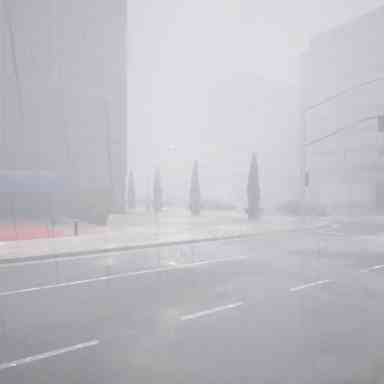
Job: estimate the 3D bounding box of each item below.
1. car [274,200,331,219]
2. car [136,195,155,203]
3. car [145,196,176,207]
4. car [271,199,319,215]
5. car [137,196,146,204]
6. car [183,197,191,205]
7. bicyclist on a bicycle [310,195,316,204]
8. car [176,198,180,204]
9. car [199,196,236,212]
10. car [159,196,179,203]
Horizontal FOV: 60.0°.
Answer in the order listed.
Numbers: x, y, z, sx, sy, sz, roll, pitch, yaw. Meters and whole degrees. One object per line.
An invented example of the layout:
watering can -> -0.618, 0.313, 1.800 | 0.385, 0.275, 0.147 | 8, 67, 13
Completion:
car -> 9.902, 1.491, 29.576 | 2.128, 1.511, 4.902 | 0, 0, -35
car -> -9.874, 1.520, 70.413 | 2.128, 1.511, 4.902 | 0, 0, -35
car -> -4.833, 1.525, 50.781 | 1.812, 1.442, 4.674 | 0, 0, -35
car -> 10.644, 1.526, 34.665 | 1.812, 1.442, 4.674 | 0, 0, -35
car -> -7.905, 1.507, 61.421 | 1.837, 1.490, 4.892 | 0, -1, -34
car -> 0.950, 1.601, 48.576 | 1.895, 1.301, 4.718 | 0, 0, -35
bicyclist on a bicycle -> 16.857, 1.301, 46.689 | 1.656, 1.620, 0.582 | 0, 0, -35
car -> -4.158, 1.547, 62.386 | 2.033, 1.411, 5.357 | 0, 0, -35
car -> 2.875, 1.547, 39.675 | 2.033, 1.411, 5.357 | 0, 0, -35
car -> -4.859, 1.601, 69.491 | 1.895, 1.301, 4.718 | 0, 0, -35
